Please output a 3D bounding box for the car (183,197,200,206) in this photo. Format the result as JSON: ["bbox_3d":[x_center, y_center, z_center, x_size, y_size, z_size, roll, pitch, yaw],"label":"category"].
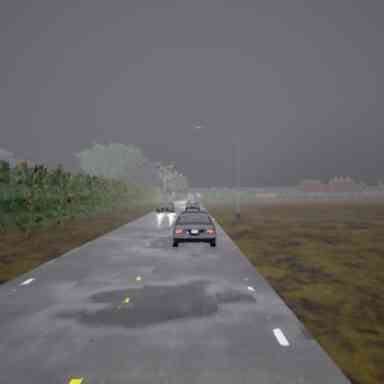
[{"bbox_3d":[0.085,1.667,42.024,2.033,1.411,5.357,0,0,0],"label":"car"}]

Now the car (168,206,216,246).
[{"bbox_3d":[0.095,1.569,15.269,2.033,1.411,5.357,0,0,0],"label":"car"}]

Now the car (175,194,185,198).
[{"bbox_3d":[-2.781,1.223,78.453,2.150,2.045,5.566,0,0,0],"label":"car"}]

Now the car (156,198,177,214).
[{"bbox_3d":[-2.857,1.659,36.980,1.994,1.385,4.181,0,0,0],"label":"car"}]
